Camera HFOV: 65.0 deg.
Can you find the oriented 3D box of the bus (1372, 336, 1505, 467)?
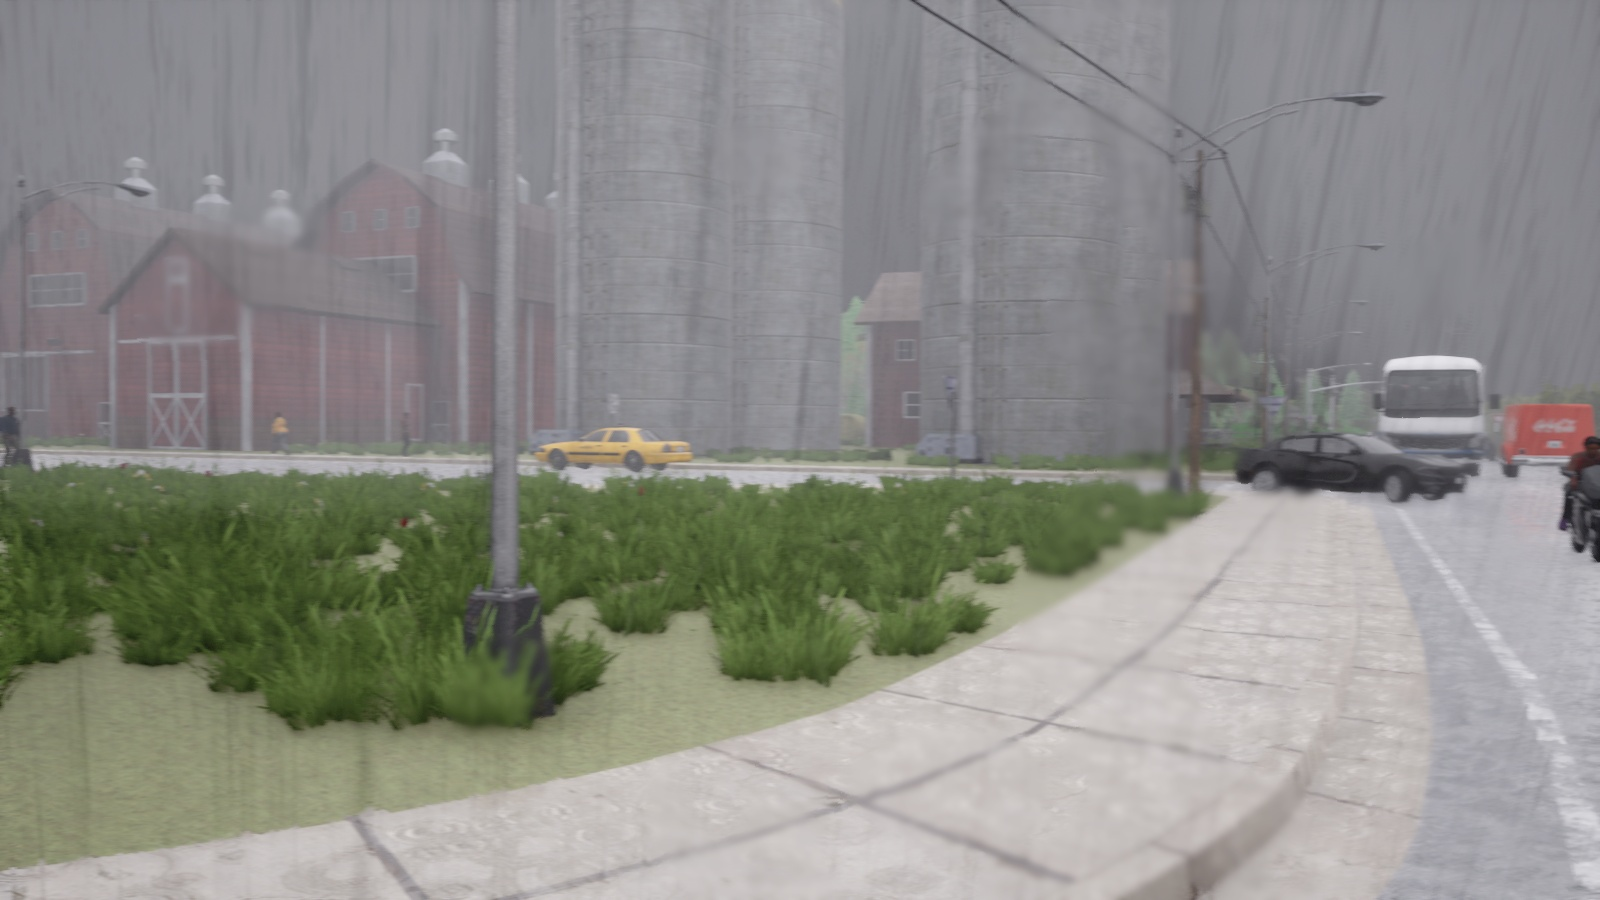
[{"bbox_3d":[23.307,-1.772,46.352,3.944,4.253,10.273,0,2,25],"label":"bus"}]

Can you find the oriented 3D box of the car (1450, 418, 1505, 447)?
[{"bbox_3d":[36.058,-0.969,66.923,2.163,1.488,4.792,0,1,24],"label":"car"}]

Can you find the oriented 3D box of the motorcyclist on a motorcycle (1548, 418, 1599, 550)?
[{"bbox_3d":[9.824,0.374,15.469,0.797,1.523,2.044,0,1,23],"label":"motorcyclist on a motorcycle"}]

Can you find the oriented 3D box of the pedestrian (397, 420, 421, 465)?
[{"bbox_3d":[-15.949,-0.304,51.228,0.869,1.805,0.328,0,1,21],"label":"pedestrian"}]

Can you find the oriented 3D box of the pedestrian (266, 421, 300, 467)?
[{"bbox_3d":[-21.409,-0.246,52.040,0.900,1.855,0.874,0,1,21],"label":"pedestrian"}]

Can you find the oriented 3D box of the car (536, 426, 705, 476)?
[{"bbox_3d":[-5.973,0.031,41.698,5.366,1.575,1.801,0,1,23],"label":"car"}]

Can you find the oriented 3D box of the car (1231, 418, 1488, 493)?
[{"bbox_3d":[12.492,0.081,28.351,1.882,1.535,5.008,-1,1,-38],"label":"car"}]

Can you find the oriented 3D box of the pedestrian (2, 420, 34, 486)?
[{"bbox_3d":[-22.106,0.087,35.479,0.726,1.835,0.370,0,1,22],"label":"pedestrian"}]

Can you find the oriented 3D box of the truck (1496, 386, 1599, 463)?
[{"bbox_3d":[25.669,-0.854,43.093,2.627,2.467,5.204,0,1,23],"label":"truck"}]
